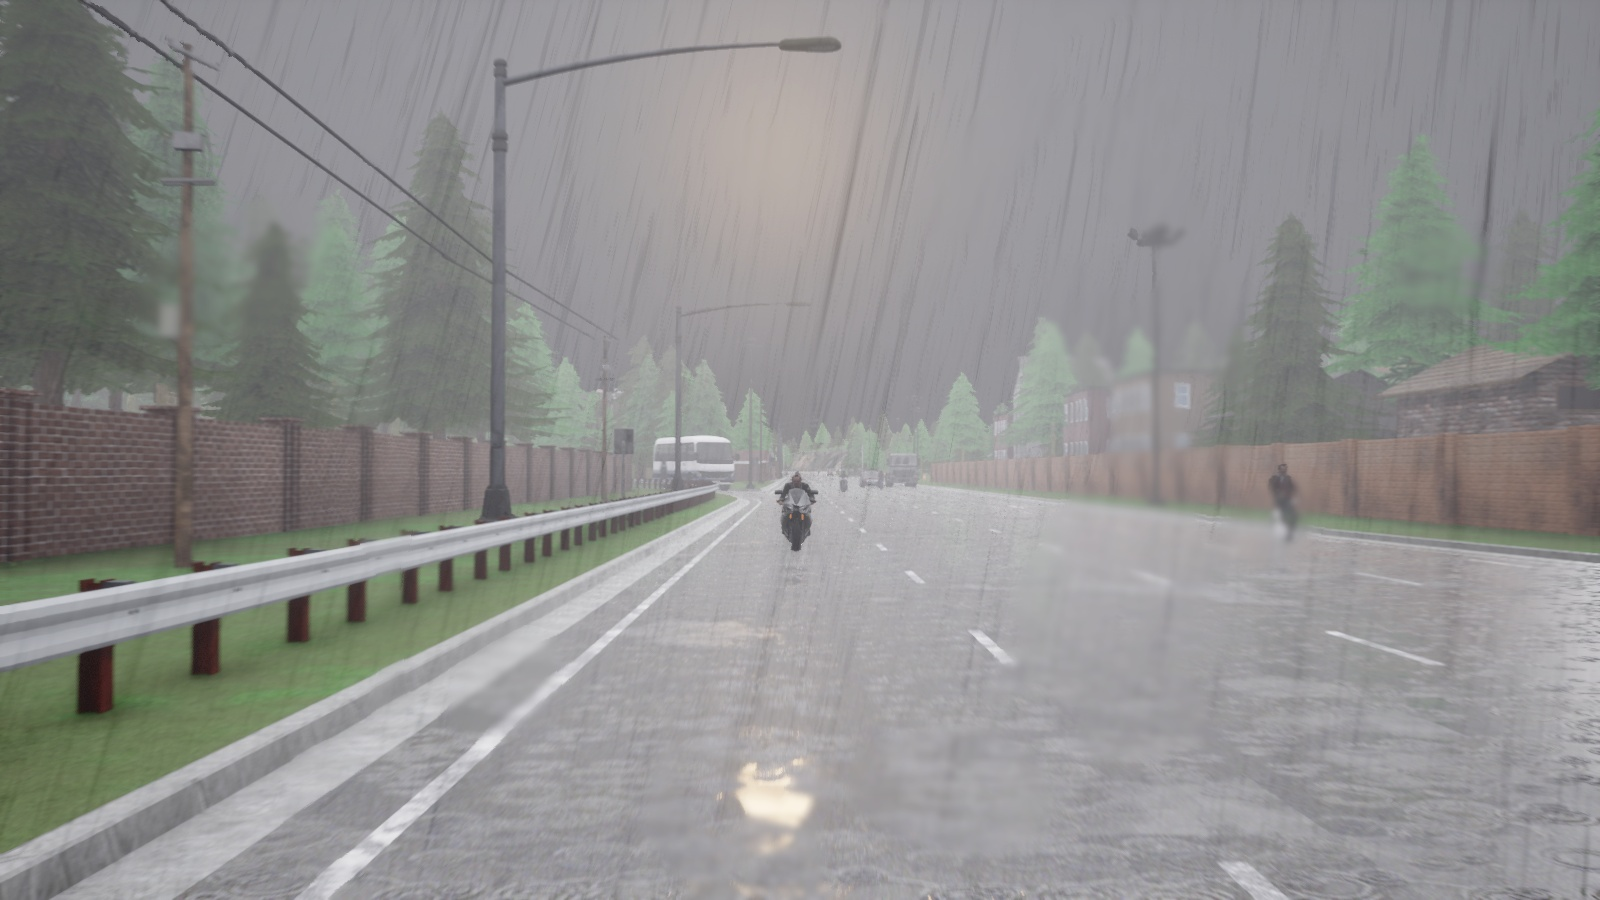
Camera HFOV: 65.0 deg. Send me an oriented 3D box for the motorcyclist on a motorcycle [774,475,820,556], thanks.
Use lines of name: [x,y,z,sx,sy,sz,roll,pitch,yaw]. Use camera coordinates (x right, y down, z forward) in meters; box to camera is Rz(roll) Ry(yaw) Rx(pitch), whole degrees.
motorcyclist on a motorcycle: [-0.061,1.268,25.060,0.866,1.530,2.191,0,-1,0]

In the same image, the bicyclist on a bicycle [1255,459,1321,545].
bicyclist on a bicycle: [10.434,1.093,26.916,0.659,1.776,1.843,0,-1,0]
